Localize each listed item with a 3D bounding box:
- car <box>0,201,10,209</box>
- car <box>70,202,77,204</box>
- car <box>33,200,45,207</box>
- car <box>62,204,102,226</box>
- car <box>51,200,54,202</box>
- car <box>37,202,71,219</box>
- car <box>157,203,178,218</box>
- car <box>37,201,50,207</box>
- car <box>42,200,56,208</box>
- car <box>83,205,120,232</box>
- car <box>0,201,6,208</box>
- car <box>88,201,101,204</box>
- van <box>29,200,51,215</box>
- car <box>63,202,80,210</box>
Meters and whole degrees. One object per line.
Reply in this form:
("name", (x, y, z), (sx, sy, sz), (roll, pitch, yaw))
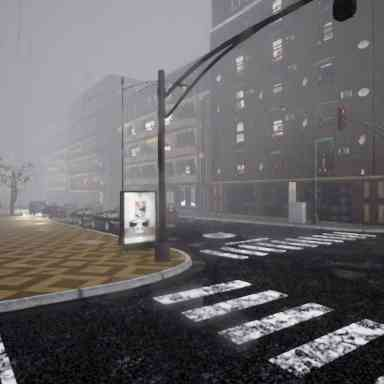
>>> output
("car", (-38.181, 2.710, 68.259), (2.008, 1.369, 4.403), (-1, 0, -36))
("car", (-19.536, 2.335, 52.393), (1.994, 1.385, 4.181), (0, -1, -36))
("car", (-37.924, 2.812, 82.195), (1.887, 1.381, 4.507), (-2, 0, -36))
("car", (-8.897, 1.977, 27.579), (2.008, 1.369, 4.403), (-1, 0, -36))
("car", (-25.441, 2.483, 60.546), (1.994, 1.385, 4.181), (0, -1, -36))
("car", (-14.976, 2.123, 36.055), (1.887, 1.381, 4.507), (-1, 0, -36))
("car", (-3.213, 1.840, 34.456), (1.967, 1.590, 4.097), (-2, 0, -36))
("car", (-34.658, 2.751, 77.683), (1.947, 1.339, 4.313), (-2, 0, -36))
("car", (-31.396, 2.543, 73.172), (1.967, 1.590, 4.097), (-2, 0, -36))
("car", (-5.632, 1.896, 23.068), (2.008, 1.369, 4.403), (-1, 0, -36))
("car", (-44.712, 2.869, 77.281), (1.887, 1.381, 4.507), (-1, 0, -36))
("car", (-15.065, 2.134, 50.618), (1.967, 1.590, 4.097), (-2, 0, -36))
("van", (-19.896, 2.042, 42.941), (1.690, 1.788, 3.998), (-1, 0, -36))
("car", (-21.596, 2.439, 59.638), (1.802, 1.307, 4.206), (-2, 0, -36))
